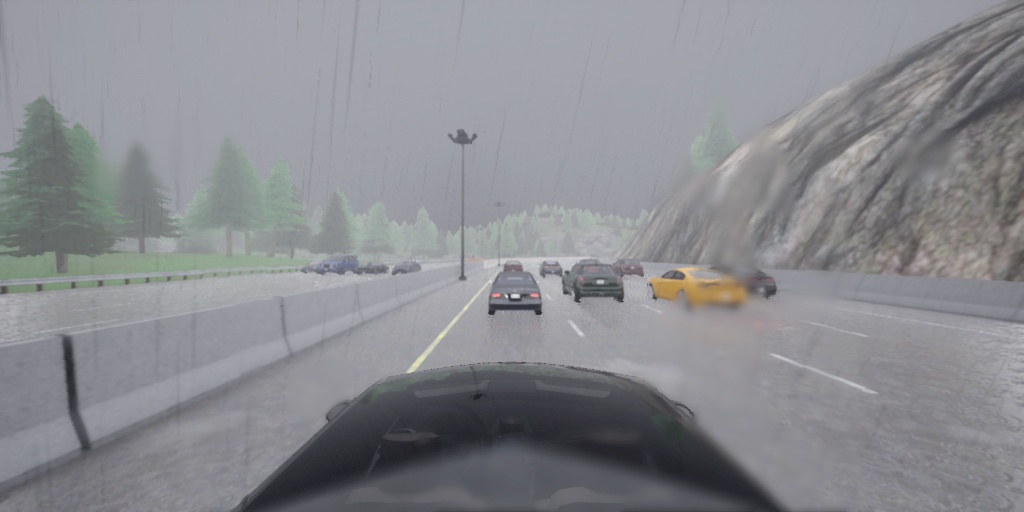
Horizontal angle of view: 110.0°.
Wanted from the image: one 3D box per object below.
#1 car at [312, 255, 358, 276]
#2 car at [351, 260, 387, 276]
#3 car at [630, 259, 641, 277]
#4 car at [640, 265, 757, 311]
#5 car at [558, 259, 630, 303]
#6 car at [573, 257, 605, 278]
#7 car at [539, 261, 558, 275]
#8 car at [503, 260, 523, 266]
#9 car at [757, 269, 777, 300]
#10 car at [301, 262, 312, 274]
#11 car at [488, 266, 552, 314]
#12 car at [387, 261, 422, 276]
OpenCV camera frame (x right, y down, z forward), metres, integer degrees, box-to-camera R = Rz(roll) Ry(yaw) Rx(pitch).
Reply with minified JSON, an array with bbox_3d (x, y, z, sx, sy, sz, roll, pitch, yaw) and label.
[{"bbox_3d":[-17.587,0.898,36.674,2.150,2.045,5.566,0,0,0],"label":"car"},{"bbox_3d":[-14.088,1.279,36.294,1.895,1.301,4.718,0,0,0],"label":"car"},{"bbox_3d":[10.606,1.036,33.617,2.097,1.767,4.553,0,0,0],"label":"car"},{"bbox_3d":[7.102,1.201,14.374,1.882,1.535,5.008,0,0,0],"label":"car"},{"bbox_3d":[3.603,1.071,16.710,2.097,1.767,4.553,0,0,0],"label":"car"},{"bbox_3d":[7.105,1.036,33.600,2.097,1.767,4.553,0,0,0],"label":"car"},{"bbox_3d":[3.605,1.175,33.872,2.128,1.511,4.902,0,0,0],"label":"car"},{"bbox_3d":[0.105,1.158,35.427,1.882,1.535,5.008,0,0,0],"label":"car"},{"bbox_3d":[10.603,1.222,17.587,1.837,1.490,4.892,0,0,0],"label":"car"},{"bbox_3d":[-21.074,1.198,39.233,1.812,1.442,4.674,0,0,0],"label":"car"},{"bbox_3d":[0.102,1.273,13.515,2.033,1.411,5.357,0,0,0],"label":"car"},{"bbox_3d":[-10.591,1.225,36.614,2.033,1.411,5.357,0,0,0],"label":"car"}]
